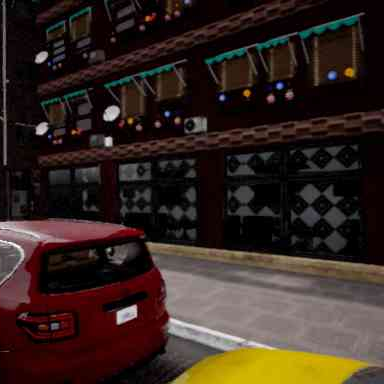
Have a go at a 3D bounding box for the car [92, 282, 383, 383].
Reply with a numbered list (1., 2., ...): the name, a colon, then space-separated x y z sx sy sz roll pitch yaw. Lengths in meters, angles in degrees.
1. car: 1.802 1.526 1.604 4.829 1.417 1.752 0 -1 35

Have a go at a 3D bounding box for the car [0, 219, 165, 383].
1. car: -2.602 1.311 4.732 5.009 1.841 2.192 0 -1 35
